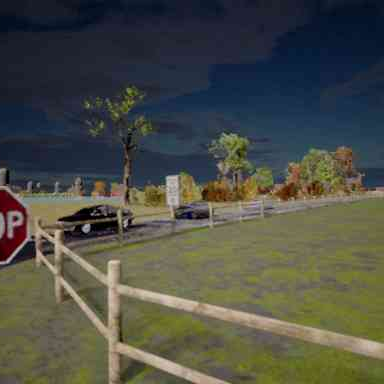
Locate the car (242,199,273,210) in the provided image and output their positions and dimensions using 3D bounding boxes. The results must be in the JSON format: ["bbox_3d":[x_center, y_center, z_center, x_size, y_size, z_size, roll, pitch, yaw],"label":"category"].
[{"bbox_3d":[7.619,1.410,38.441,1.895,1.301,4.718,-2,-1,35],"label":"car"}]

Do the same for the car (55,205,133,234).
[{"bbox_3d":[-5.610,1.539,19.526,1.837,1.490,4.892,-2,-1,34],"label":"car"}]

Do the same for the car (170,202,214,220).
[{"bbox_3d":[0.054,1.501,27.670,1.994,1.385,4.181,-2,-1,35],"label":"car"}]
